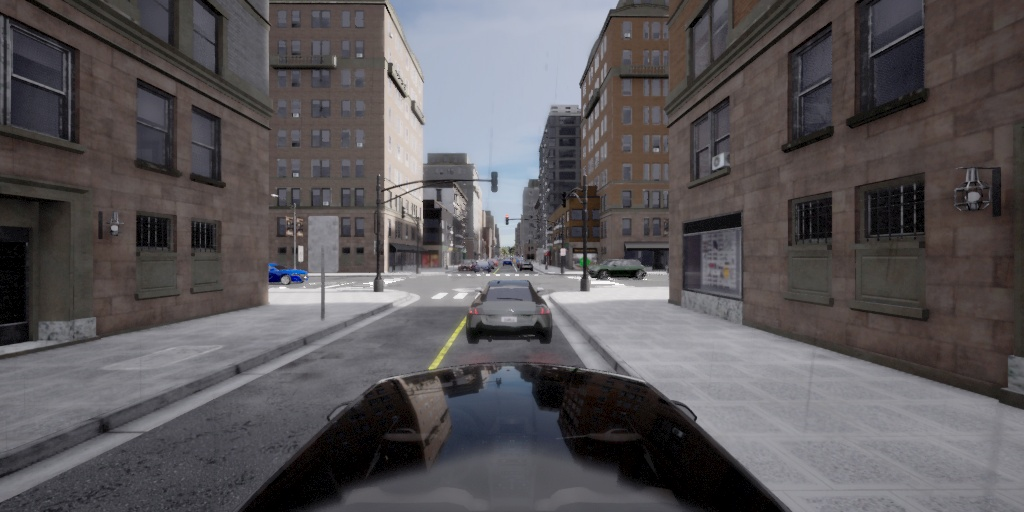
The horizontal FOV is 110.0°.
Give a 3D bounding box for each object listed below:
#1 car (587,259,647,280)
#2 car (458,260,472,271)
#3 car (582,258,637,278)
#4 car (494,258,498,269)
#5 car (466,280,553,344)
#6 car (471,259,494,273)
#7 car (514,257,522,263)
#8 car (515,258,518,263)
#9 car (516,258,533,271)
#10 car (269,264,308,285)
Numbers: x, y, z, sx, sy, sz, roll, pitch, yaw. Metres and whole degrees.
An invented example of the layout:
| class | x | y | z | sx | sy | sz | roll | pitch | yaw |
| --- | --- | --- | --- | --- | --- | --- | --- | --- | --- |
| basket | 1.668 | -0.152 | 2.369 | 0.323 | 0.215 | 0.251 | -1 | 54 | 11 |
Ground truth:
| class | x | y | z | sx | sy | sz | roll | pitch | yaw |
| --- | --- | --- | --- | --- | --- | --- | --- | --- | --- |
| car | 8.662 | 1.069 | 29.811 | 4.553 | 1.767 | 2.097 | 0 | 0 | -4 |
| car | -6.124 | 1.236 | 48.620 | 1.967 | 1.591 | 4.097 | 0 | 0 | 0 |
| car | 8.998 | 1.074 | 33.412 | 4.553 | 1.767 | 2.097 | 0 | 0 | 3 |
| car | -3.634 | 1.356 | 55.473 | 2.033 | 1.411 | 5.357 | 0 | 0 | 0 |
| car | -0.070 | 1.315 | 9.614 | 1.994 | 1.385 | 4.181 | 0 | 0 | 0 |
| car | -3.574 | 1.315 | 44.668 | 1.812 | 1.442 | 4.674 | 0 | 0 | 1 |
| car | 1.766 | 1.395 | 65.217 | 1.948 | 1.339 | 4.313 | 0 | 0 | 0 |
| car | 1.811 | 1.399 | 59.707 | 1.802 | 1.307 | 4.207 | 0 | 0 | 0 |
| car | 1.901 | 1.362 | 48.685 | 1.948 | 1.339 | 4.313 | 0 | 0 | 0 |
| car | -17.583 | 1.291 | 26.197 | 5.008 | 1.535 | 1.882 | 0 | 0 | 1 |
